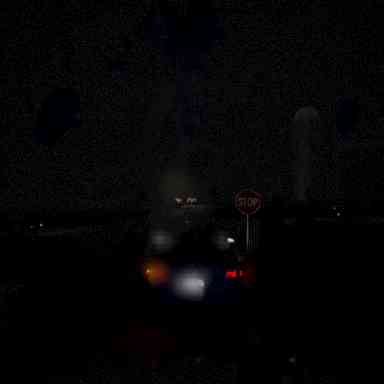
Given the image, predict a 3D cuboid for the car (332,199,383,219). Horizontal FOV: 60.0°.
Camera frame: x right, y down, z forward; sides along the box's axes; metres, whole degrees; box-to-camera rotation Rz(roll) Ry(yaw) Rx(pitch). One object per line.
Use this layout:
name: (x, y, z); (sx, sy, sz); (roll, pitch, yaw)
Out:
car: (12.644, 1.195, 23.806); (4.718, 1.301, 1.895); (-2, -1, -2)

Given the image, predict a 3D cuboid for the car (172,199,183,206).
car: (-2.792, 2.124, 66.627); (1.994, 1.385, 4.181); (0, -1, 1)

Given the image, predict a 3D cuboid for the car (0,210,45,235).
car: (-11.795, 1.890, 20.764); (4.892, 1.490, 1.837); (-2, -1, 2)

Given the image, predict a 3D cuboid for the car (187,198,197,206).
car: (-0.023, 1.946, 68.642); (2.097, 1.767, 4.553); (0, -1, 0)

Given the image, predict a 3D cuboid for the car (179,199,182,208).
car: (-2.854, 1.854, 46.969); (1.895, 1.301, 4.718); (0, -1, 0)

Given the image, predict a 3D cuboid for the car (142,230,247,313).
car: (0.072, 1.575, 7.801); (1.994, 1.385, 4.181); (0, 0, 1)

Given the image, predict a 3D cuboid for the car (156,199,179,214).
car: (-2.867, 1.694, 37.351); (2.033, 1.411, 5.357); (0, 0, 0)
